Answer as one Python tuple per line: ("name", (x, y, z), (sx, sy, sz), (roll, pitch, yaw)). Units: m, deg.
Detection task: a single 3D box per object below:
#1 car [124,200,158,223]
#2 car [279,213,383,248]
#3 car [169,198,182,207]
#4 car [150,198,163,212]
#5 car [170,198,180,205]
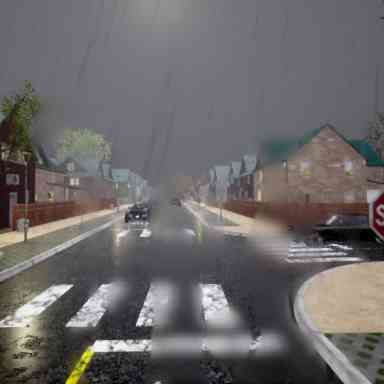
("car", (-3.993, 1.601, 25.917), (1.994, 1.385, 4.181), (0, 0, -2))
("car", (6.222, 1.570, 14.119), (4.718, 1.301, 1.895), (0, -1, -7))
("car", (-2.778, 1.712, 54.930), (1.837, 1.490, 4.892), (0, 0, -3))
("car", (-4.526, 1.626, 35.285), (2.033, 1.411, 5.357), (0, 0, -3))
("car", (-3.360, 1.893, 65.360), (1.895, 1.301, 4.718), (0, -1, -3))
